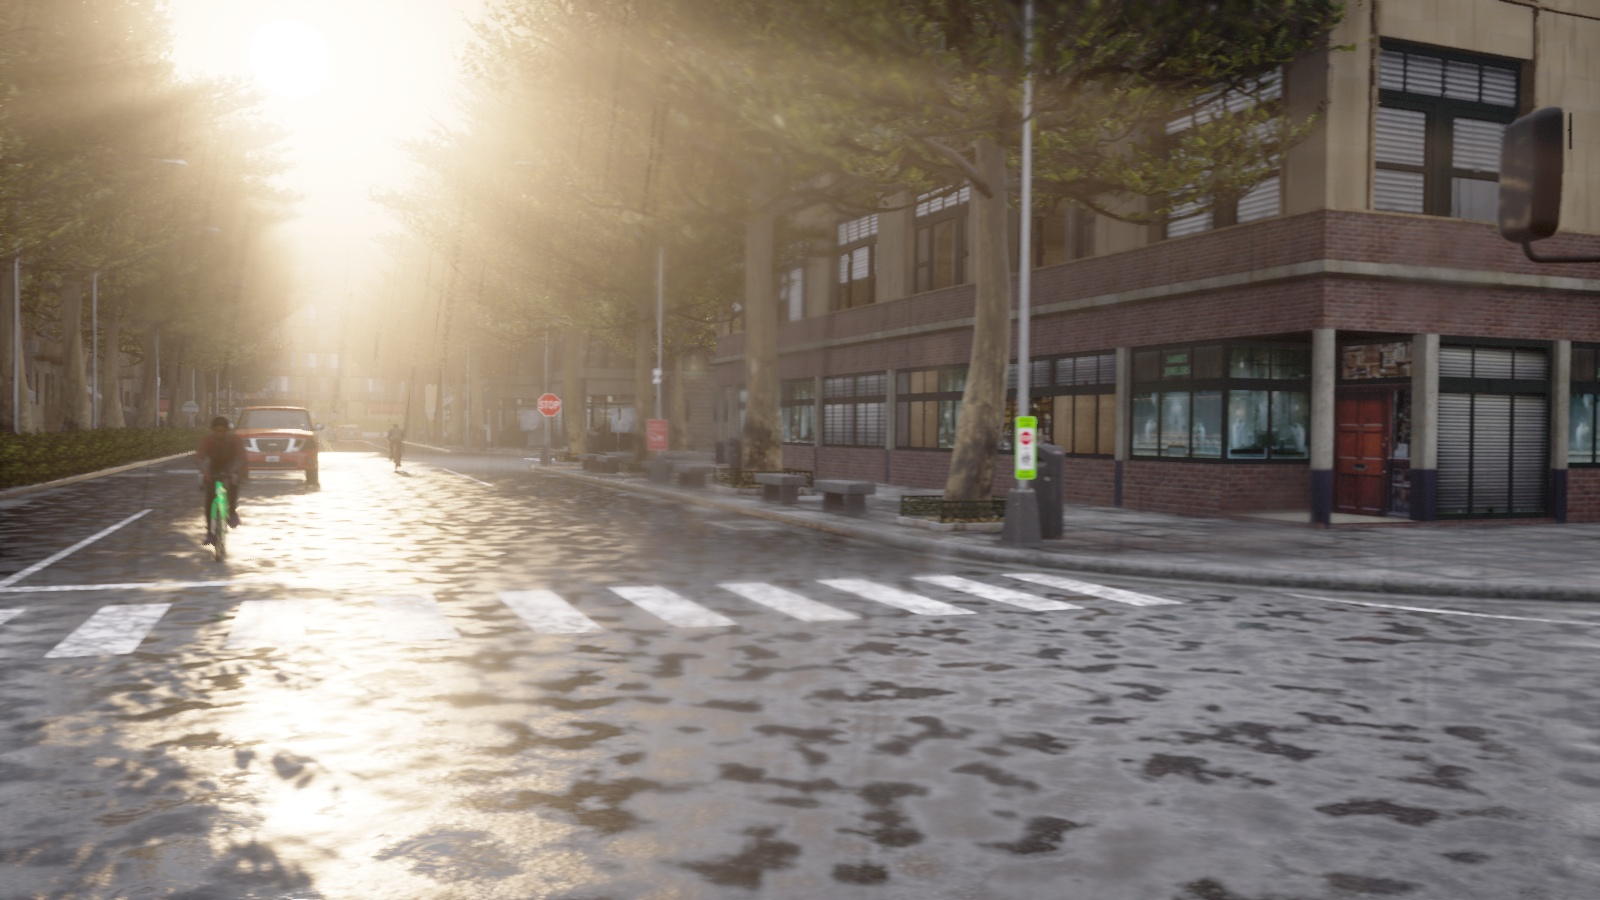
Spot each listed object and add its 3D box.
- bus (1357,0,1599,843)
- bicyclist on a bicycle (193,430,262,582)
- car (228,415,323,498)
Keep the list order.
[{"bbox_3d":[7.965,-0.757,5.677,10.273,4.253,3.944,-1,2,-23],"label":"bus"},{"bbox_3d":[-6.511,0.588,14.328,0.582,1.620,1.656,-1,1,-21],"label":"bicyclist on a bicycle"},{"bbox_3d":[-14.026,0.119,33.799,2.150,2.045,5.566,-1,1,-21],"label":"car"}]
